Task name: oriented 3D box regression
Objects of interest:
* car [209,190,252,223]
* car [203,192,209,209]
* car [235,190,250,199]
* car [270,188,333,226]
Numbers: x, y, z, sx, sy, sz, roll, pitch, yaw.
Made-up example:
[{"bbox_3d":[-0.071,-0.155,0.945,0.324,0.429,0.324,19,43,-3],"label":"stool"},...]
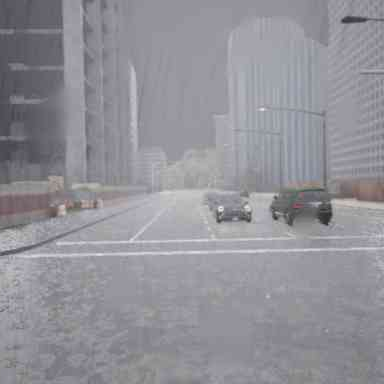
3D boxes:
[{"bbox_3d":[2.458,0.951,21.441,2.097,1.767,4.553,-1,1,-1],"label":"car"},{"bbox_3d":[2.372,0.995,31.066,2.033,1.411,5.357,-1,1,0],"label":"car"},{"bbox_3d":[9.087,0.360,59.812,1.837,1.490,4.892,-1,1,-1],"label":"car"},{"bbox_3d":[6.171,0.779,19.419,2.150,2.045,5.566,-1,1,-1],"label":"car"}]
